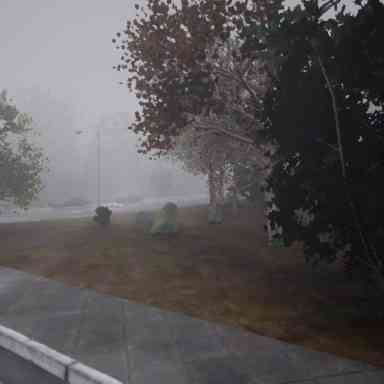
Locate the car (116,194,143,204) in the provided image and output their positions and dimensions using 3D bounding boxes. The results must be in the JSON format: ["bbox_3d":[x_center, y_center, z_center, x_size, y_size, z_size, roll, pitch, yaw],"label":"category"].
[{"bbox_3d":[-9.619,0.982,51.069,1.994,1.385,4.181,0,3,39],"label":"car"}]

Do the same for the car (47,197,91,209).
[{"bbox_3d":[-15.903,1.354,43.290,2.033,1.411,5.357,0,2,39],"label":"car"}]

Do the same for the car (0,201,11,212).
[{"bbox_3d":[-22.141,1.531,35.548,1.837,1.490,4.892,0,1,39],"label":"car"}]
